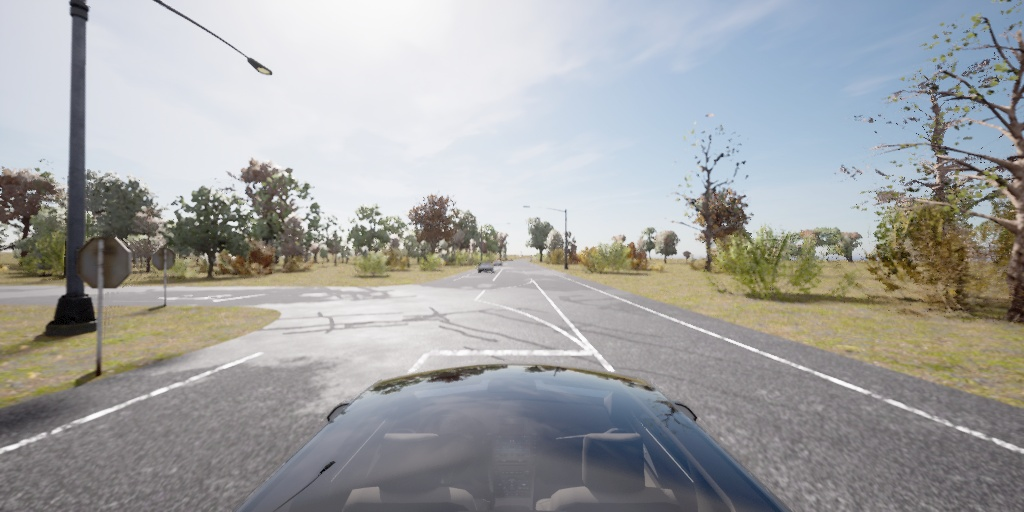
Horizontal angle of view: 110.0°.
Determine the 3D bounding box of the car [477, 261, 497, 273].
[{"bbox_3d":[-3.430,1.581,47.403,1.994,1.385,4.181,0,0,0],"label":"car"}]
